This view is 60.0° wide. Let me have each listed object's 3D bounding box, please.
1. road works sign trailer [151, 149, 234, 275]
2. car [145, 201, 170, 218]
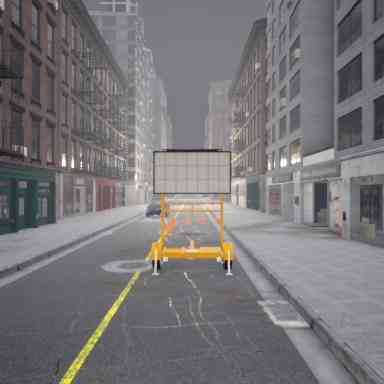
[{"bbox_3d":[0.010,0.462,10.405,2.380,3.560,2.880,0,0,0],"label":"road works sign trailer"},{"bbox_3d":[-2.990,1.536,30.085,2.033,1.411,5.357,0,0,0],"label":"car"}]
